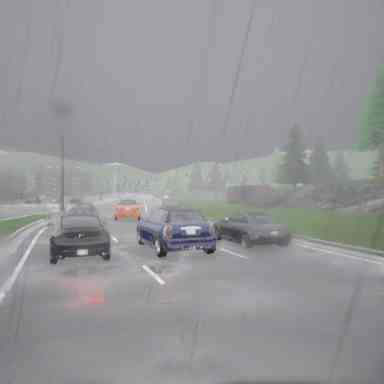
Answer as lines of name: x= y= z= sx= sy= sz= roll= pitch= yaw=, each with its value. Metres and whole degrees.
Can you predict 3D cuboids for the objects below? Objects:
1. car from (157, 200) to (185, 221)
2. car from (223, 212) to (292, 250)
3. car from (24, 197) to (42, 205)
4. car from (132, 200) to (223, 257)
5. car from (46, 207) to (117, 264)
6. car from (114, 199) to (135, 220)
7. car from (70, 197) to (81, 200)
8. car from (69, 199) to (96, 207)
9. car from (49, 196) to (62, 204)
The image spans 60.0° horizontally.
car: x=-1.899 y=1.514 z=28.464 sx=1.837 sy=1.490 sz=4.892 roll=0 pitch=0 yaw=-10
car: x=2.447 y=1.570 z=14.518 sx=1.994 sy=1.385 sz=4.181 roll=0 pitch=0 yaw=-21
car: x=-29.086 y=1.587 z=60.984 sx=1.994 sy=1.385 sz=4.181 roll=0 pitch=0 yaw=-8
car: x=-0.804 y=1.363 z=13.219 sx=2.097 sy=1.767 sz=4.553 roll=0 pitch=0 yaw=-21
car: x=-4.076 y=1.513 z=11.976 sx=1.837 sy=1.490 sz=4.892 roll=0 pitch=0 yaw=-21
car: x=-5.344 y=1.363 z=27.846 sx=2.097 sy=1.767 sz=4.553 roll=0 pitch=0 yaw=-10
car: x=-22.523 y=1.653 z=64.485 sx=1.895 sy=1.301 sz=4.718 roll=0 pitch=0 yaw=-8
car: x=-8.800 y=1.560 z=27.288 sx=2.033 sy=1.411 sz=5.357 roll=0 pitch=0 yaw=-10
car: x=-25.989 y=1.518 z=63.999 sx=2.128 sy=1.511 sz=4.902 roll=0 pitch=0 yaw=-8
